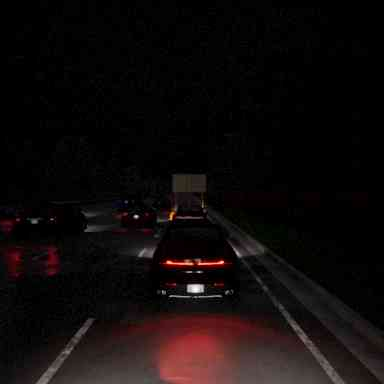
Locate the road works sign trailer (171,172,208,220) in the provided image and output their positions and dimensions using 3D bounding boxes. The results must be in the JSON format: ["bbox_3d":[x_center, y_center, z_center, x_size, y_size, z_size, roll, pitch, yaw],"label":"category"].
[{"bbox_3d":[-0.187,0.464,22.721,2.380,3.560,2.880,0,0,-3],"label":"road works sign trailer"}]

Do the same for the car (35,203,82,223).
[{"bbox_3d":[-10.610,1.601,26.779,1.895,1.301,4.718,0,0,0],"label":"car"}]

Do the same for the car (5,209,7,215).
[{"bbox_3d":[-14.127,1.601,28.981,1.895,1.301,4.718,0,0,0],"label":"car"}]

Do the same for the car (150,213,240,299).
[{"bbox_3d":[0.047,1.505,8.463,1.837,1.490,4.892,0,0,0],"label":"car"}]

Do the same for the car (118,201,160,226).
[{"bbox_3d":[-3.577,1.563,23.189,1.994,1.385,4.181,0,0,-1],"label":"car"}]

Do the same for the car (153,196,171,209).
[{"bbox_3d":[-3.741,1.352,41.196,2.097,1.767,4.553,0,0,1],"label":"car"}]

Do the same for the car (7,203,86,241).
[{"bbox_3d":[-7.024,1.352,16.936,2.097,1.767,4.553,0,0,-1],"label":"car"}]

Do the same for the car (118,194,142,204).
[{"bbox_3d":[-7.220,1.218,39.165,2.150,2.045,5.566,0,0,-1],"label":"car"}]

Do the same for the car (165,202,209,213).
[{"bbox_3d":[-0.067,1.488,18.851,2.128,1.511,4.902,0,0,1],"label":"car"}]
